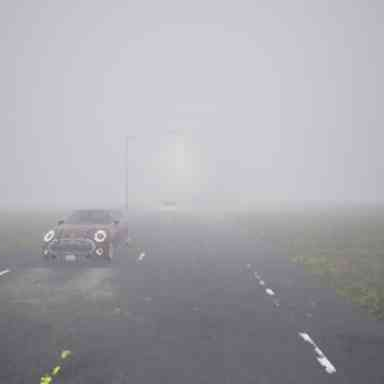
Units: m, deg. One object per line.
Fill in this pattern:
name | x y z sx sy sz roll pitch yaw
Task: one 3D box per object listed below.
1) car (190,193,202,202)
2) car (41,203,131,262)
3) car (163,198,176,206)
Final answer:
car | 1.216 1.235 78.609 2.150 2.045 5.566 0 0 0
car | -3.600 1.348 12.102 2.097 1.767 4.553 0 0 0
car | -3.560 1.602 53.702 1.895 1.301 4.718 0 0 1
